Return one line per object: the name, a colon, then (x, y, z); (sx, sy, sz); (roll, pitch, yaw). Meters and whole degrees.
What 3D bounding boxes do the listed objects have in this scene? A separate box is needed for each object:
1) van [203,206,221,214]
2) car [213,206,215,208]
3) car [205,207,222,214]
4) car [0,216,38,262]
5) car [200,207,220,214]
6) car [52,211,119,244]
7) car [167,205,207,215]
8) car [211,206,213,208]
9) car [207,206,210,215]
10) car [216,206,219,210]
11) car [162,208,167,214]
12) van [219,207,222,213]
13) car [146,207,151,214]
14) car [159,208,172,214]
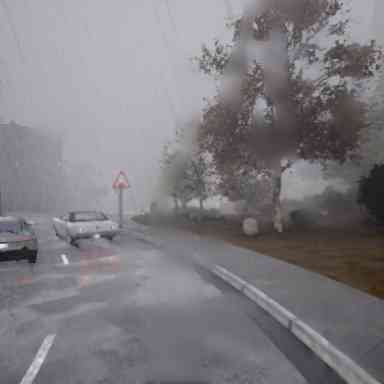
van: (5.256, 4.758, 87.353); (4.442, 1.987, 1.878); (0, -3, 9)
car: (0.873, 3.441, 60.184); (5.366, 1.575, 1.946); (0, -4, 9)
car: (5.831, 4.986, 90.041); (4.553, 1.767, 2.185); (0, -3, 9)
car: (-6.399, 1.514, 11.324); (1.994, 1.385, 4.181); (0, 0, -28)
car: (4.496, 4.587, 82.023); (4.553, 1.767, 2.185); (0, -3, 9)
car: (-5.148, 1.512, 15.503); (1.895, 1.301, 4.718); (-1, 1, -34)
car: (-0.675, 2.733, 49.295); (4.892, 1.521, 2.231); (0, -4, 9)
car: (0.653, 3.300, 57.427); (4.792, 1.488, 2.163); (0, -4, 9)
car: (-0.243, 2.914, 52.010); (5.008, 1.535, 2.097); (0, -4, 9)
car: (2.783, 4.142, 71.015); (4.674, 1.452, 2.002); (0, -3, 9)
car: (-4.103, 3.631, 62.977); (1.812, 1.442, 4.674); (0, -4, 9)
van: (4.191, 4.334, 79.160); (4.442, 1.987, 1.878); (0, -3, 9)
car: (-7.378, 3.583, 63.078); (2.128, 1.511, 4.902); (0, -4, 9)
car: (-5.806, 4.135, 72.979); (1.994, 1.385, 4.181); (0, -3, 9)
